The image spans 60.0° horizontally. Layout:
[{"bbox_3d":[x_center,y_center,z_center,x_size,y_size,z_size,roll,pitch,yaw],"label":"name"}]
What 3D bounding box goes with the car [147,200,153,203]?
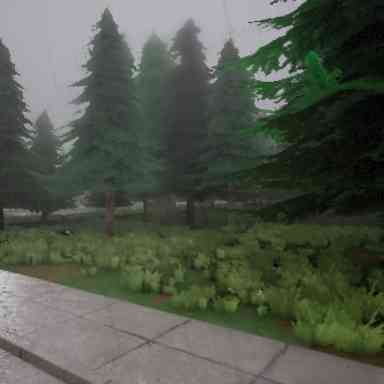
[{"bbox_3d":[-5.176,1.829,52.855,1.882,1.535,5.008,-1,0,37],"label":"car"}]
